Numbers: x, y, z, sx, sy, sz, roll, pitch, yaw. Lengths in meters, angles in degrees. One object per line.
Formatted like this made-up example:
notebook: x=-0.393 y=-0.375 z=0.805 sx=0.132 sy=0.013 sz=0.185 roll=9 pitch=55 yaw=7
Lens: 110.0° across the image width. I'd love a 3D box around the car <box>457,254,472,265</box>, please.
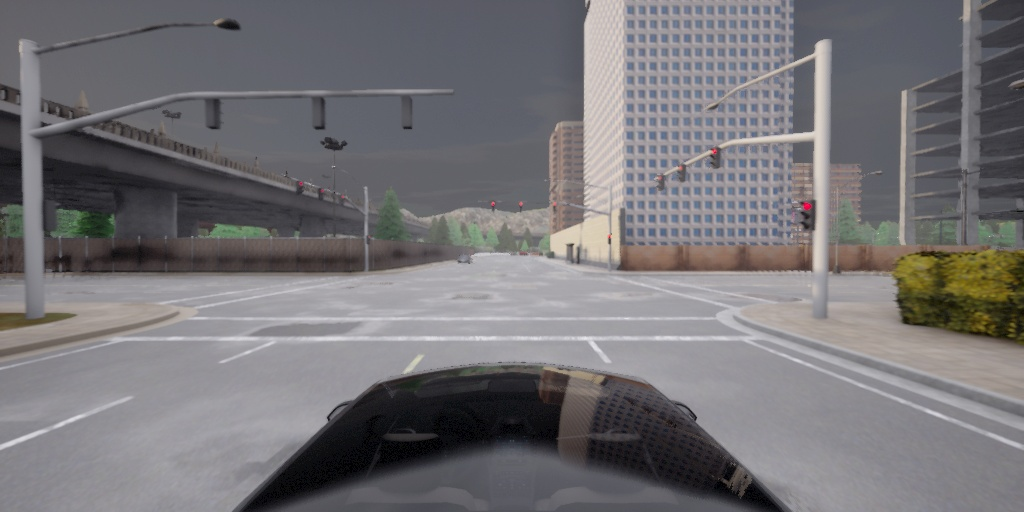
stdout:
car: x=-7.030 y=0.524 z=53.583 sx=2.128 sy=1.511 sz=4.902 roll=0 pitch=2 yaw=0
